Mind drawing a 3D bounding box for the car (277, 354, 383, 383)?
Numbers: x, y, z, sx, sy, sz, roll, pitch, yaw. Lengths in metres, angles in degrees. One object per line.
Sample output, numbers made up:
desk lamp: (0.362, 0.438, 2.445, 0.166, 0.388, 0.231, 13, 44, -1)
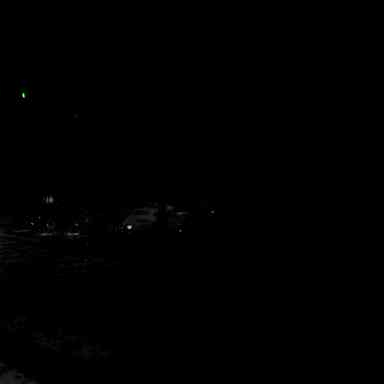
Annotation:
car: (2.408, 1.545, 1.243, 4.507, 1.381, 1.887, 0, 1, 35)

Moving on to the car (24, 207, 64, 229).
car: (-8.542, 1.652, 22.229, 1.895, 1.301, 4.718, 1, 0, 35)

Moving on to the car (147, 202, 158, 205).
car: (-3.406, 1.653, 29.486, 1.812, 1.442, 4.674, 1, 0, 35)

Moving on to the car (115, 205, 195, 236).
car: (-2.034, 1.689, 19.847, 1.812, 1.442, 4.674, 1, 0, 35)

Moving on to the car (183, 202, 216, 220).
car: (0.023, 1.677, 28.706, 2.128, 1.511, 4.902, 1, 0, 35)

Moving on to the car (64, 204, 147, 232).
car: (-5.328, 1.632, 21.139, 1.812, 1.442, 4.674, 1, 0, 35)

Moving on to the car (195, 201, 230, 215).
car: (2.348, 1.777, 37.596, 1.994, 1.385, 4.181, 1, 0, 36)
